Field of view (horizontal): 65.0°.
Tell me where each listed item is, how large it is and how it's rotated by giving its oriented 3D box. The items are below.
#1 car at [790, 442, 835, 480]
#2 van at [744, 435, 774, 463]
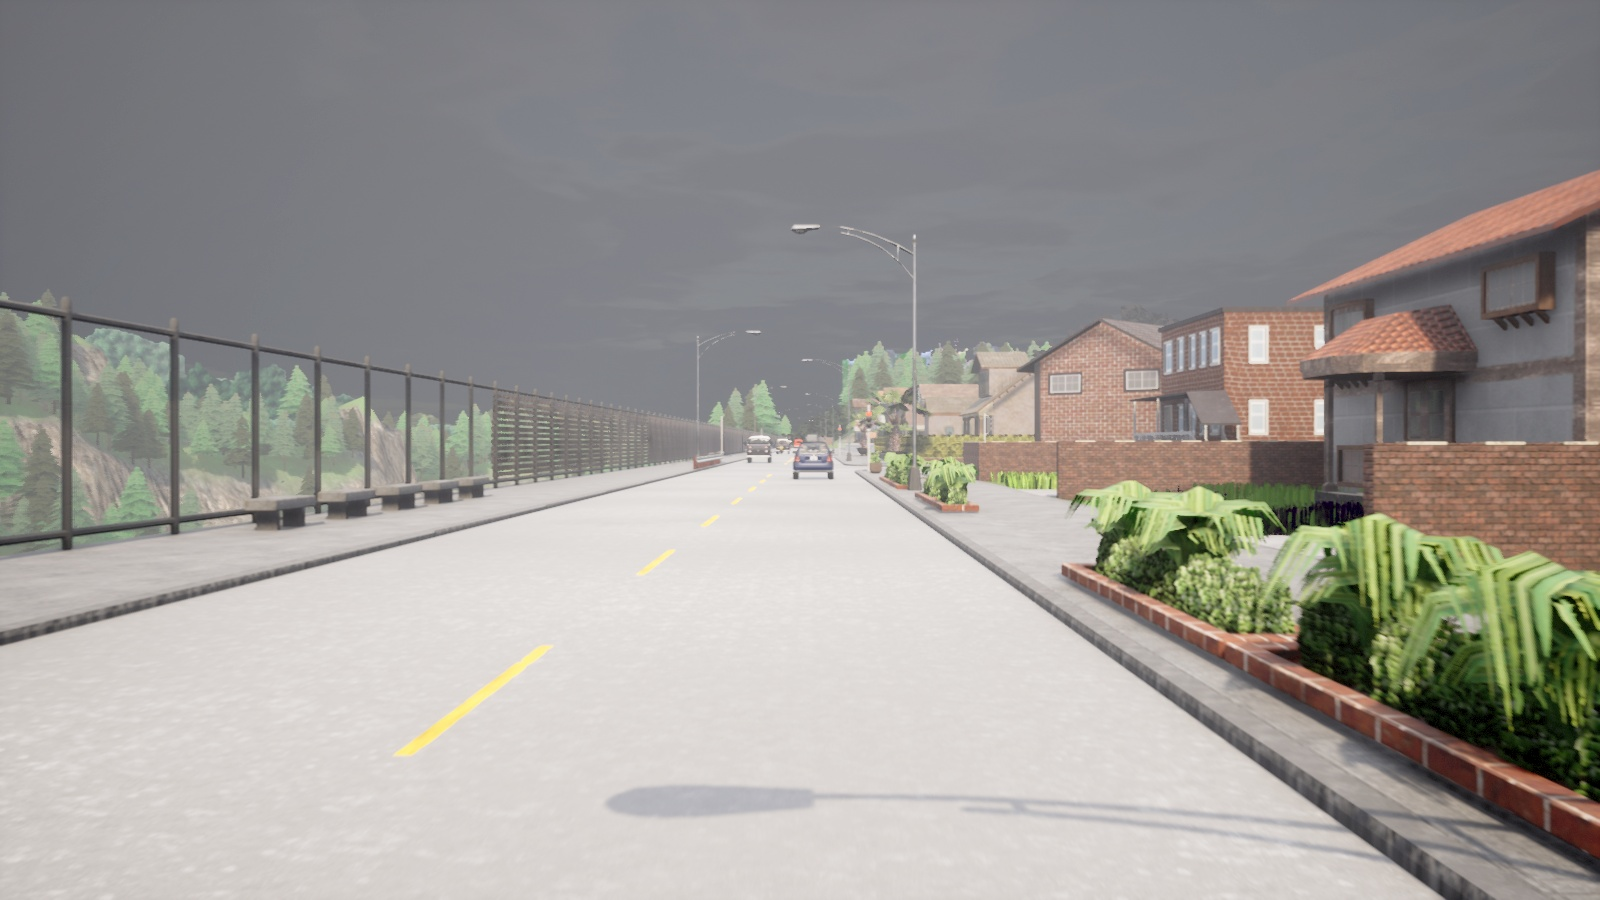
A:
[{"bbox_3d":[0.529,0.432,52.129,1.789,1.549,3.705,0,0,0],"label":"car"},{"bbox_3d":[-3.060,-0.062,93.857,2.069,2.038,4.480,0,0,1],"label":"van"}]
